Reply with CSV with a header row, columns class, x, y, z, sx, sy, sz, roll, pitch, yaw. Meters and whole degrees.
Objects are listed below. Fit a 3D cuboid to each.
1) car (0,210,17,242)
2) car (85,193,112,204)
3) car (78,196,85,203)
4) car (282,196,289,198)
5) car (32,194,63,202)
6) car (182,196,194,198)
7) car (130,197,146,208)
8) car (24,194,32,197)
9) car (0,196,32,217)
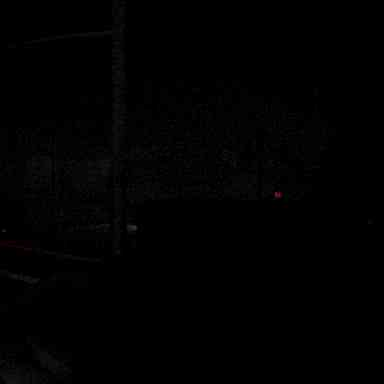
class,x,y,z,sx,sy,sz,roll,pitch,yaw
car,-9.407,1.554,11.568,2.033,1.411,5.357,0,0,35
car,-15.986,1.119,59.057,1.932,1.855,4.605,0,0,35
car,-18.597,1.100,60.397,1.905,1.878,3.866,0,0,35
car,12.195,1.357,42.611,2.097,1.767,4.553,0,0,35
car,-29.044,1.182,67.782,2.152,1.636,5.027,0,0,35
car,-0.890,1.387,48.218,1.845,1.501,3.633,0,0,35
car,-7.607,1.399,43.878,1.970,1.475,3.806,0,0,35
car,-34.472,1.264,71.223,1.970,1.475,3.806,0,0,35
car,-15.909,1.352,26.953,2.007,1.523,4.514,0,0,35
